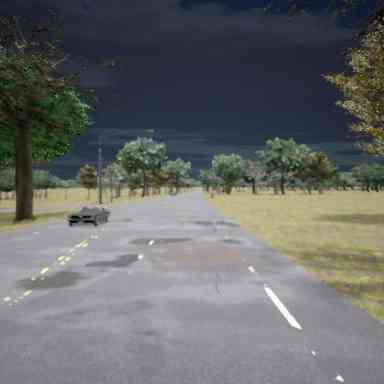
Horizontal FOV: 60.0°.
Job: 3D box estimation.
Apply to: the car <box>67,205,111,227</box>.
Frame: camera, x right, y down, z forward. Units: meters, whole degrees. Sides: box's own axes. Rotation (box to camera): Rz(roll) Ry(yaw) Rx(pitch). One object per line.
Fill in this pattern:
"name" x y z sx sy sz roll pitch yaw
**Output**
"car" -6.955 1.578 22.798 1.895 1.301 4.718 0 0 -2
